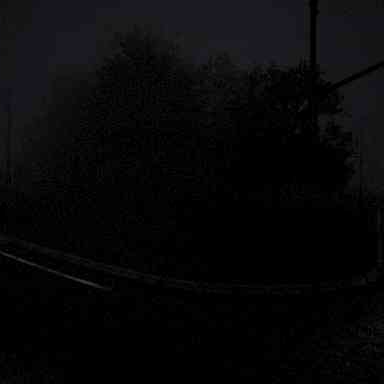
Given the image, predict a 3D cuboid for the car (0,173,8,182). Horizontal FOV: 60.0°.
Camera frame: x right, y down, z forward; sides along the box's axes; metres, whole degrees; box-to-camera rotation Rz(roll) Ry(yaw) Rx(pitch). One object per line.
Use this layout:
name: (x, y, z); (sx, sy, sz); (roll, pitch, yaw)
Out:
car: (-43.266, -3.413, 75.557); (2.150, 2.045, 5.566); (0, 4, -7)
